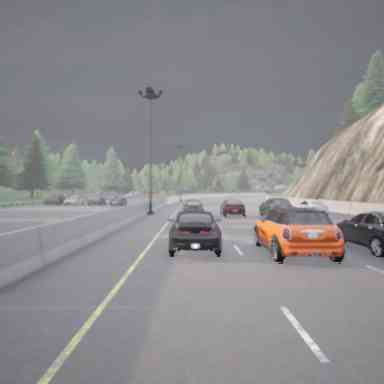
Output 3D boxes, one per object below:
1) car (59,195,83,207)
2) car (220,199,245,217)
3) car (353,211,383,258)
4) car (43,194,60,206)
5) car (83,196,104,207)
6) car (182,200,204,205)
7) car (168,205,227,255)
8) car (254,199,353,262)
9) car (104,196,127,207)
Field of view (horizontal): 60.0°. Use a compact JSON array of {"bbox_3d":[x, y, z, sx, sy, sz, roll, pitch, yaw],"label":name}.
[{"bbox_3d":[-17.483,1.362,49.293,1.812,1.442,4.674,0,0,1],"label":"car"},{"bbox_3d":[3.621,1.379,30.174,1.882,1.535,5.008,0,0,0],"label":"car"},{"bbox_3d":[7.109,1.464,12.579,1.837,1.490,4.892,0,0,0],"label":"car"},{"bbox_3d":[-20.949,1.182,51.133,2.097,1.767,4.553,0,0,1],"label":"car"},{"bbox_3d":[-13.988,1.363,49.068,1.812,1.442,4.674,0,0,1],"label":"car"},{"bbox_3d":[0.107,1.428,29.664,1.812,1.442,4.674,0,0,0],"label":"car"},{"bbox_3d":[0.109,1.462,13.015,1.837,1.490,4.892,0,0,0],"label":"car"},{"bbox_3d":[3.608,1.312,12.033,2.097,1.767,4.553,0,0,0],"label":"car"},{"bbox_3d":[-10.509,1.333,47.533,2.128,1.511,4.902,0,0,1],"label":"car"}]
